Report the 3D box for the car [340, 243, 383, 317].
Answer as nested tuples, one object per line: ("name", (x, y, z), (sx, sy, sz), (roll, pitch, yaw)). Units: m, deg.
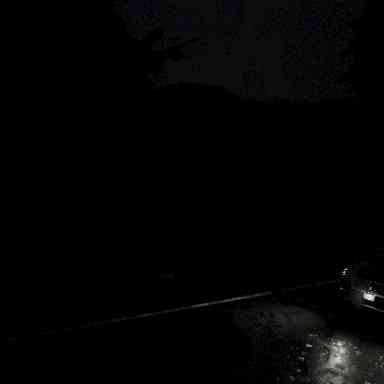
("car", (5.082, 1.457, 6.488), (4.892, 1.490, 1.837), (0, 0, -26))
